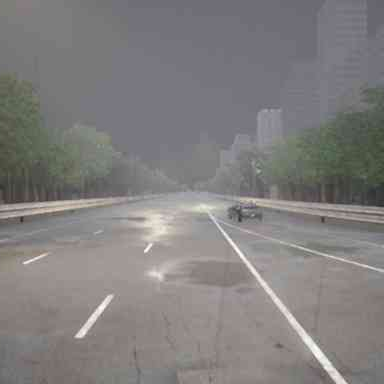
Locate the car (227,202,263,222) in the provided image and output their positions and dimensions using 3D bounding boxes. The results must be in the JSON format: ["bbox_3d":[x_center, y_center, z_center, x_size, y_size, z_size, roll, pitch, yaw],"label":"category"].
[{"bbox_3d":[4.049,1.486,25.959,2.128,1.511,4.902,0,0,-6],"label":"car"}]
